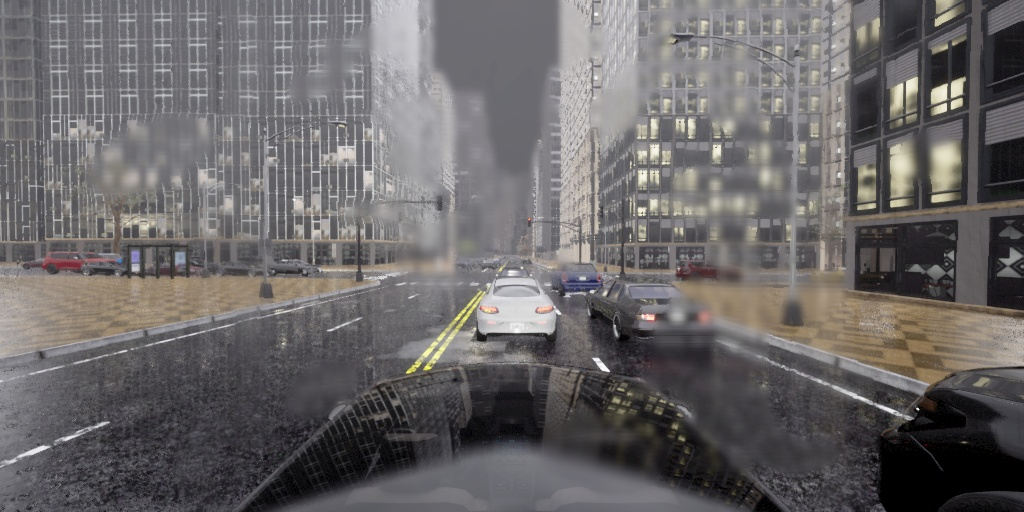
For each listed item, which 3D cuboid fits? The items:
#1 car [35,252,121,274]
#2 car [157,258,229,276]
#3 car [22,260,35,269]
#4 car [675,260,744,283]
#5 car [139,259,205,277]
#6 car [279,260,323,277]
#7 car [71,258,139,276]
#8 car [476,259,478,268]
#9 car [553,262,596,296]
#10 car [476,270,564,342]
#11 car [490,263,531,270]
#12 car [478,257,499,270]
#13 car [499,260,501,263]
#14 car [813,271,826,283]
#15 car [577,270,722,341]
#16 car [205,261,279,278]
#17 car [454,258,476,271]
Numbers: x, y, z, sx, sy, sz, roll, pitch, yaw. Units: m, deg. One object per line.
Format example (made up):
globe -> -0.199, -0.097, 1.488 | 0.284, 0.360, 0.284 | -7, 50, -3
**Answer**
car -> -40.016, 0.628, 33.346 | 5.566, 2.045, 2.150 | 1, 1, 1
car -> -29.416, 0.981, 33.120 | 5.008, 1.535, 1.882 | 1, 1, 1
car -> -50.941, 0.793, 39.373 | 4.207, 1.307, 1.802 | 0, 0, 1
car -> 16.214, 1.269, 29.713 | 5.009, 1.841, 2.192 | 0, 0, 1
car -> -28.394, 1.138, 30.407 | 4.207, 1.307, 1.802 | 0, 0, 1
car -> -20.005, 1.080, 32.920 | 4.902, 1.511, 2.128 | 1, 1, 1
car -> -34.074, 1.069, 30.584 | 4.313, 1.339, 1.948 | 0, 0, 1
car -> -6.544, 1.211, 58.341 | 1.837, 1.490, 4.892 | 0, 0, 0
car -> 3.363, 1.093, 19.168 | 2.097, 1.767, 4.553 | 0, 0, 0
car -> 0.105, 1.272, 9.644 | 1.812, 1.442, 4.674 | 0, 0, 0
car -> 0.112, 1.288, 18.888 | 2.033, 1.411, 5.357 | 0, 0, 0
car -> -3.305, 1.262, 51.227 | 2.033, 1.411, 5.357 | 0, 0, 0
car -> -3.283, 1.304, 60.987 | 1.895, 1.301, 4.718 | 0, 0, 0
car -> 27.663, 1.579, 29.507 | 4.829, 1.417, 1.751 | 0, 0, 1
car -> 3.358, 1.293, 9.782 | 2.033, 1.411, 5.357 | 0, 0, 0
car -> -22.710, 1.174, 30.270 | 4.313, 1.339, 1.948 | 0, 0, 1
car -> -6.588, 1.068, 49.244 | 2.097, 1.767, 4.553 | 0, 0, 1
